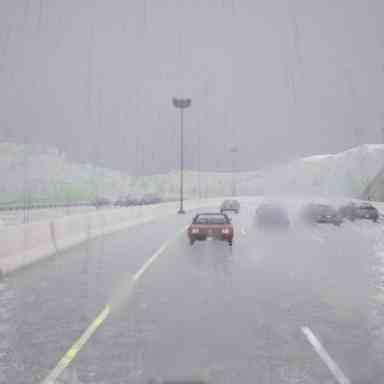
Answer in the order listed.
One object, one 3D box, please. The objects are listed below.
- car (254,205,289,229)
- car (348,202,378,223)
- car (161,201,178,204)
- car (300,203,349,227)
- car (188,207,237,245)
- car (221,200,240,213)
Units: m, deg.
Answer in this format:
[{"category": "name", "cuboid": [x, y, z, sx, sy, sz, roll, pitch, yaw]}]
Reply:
[{"category": "car", "cuboid": [5.192, 1.565, 21.953, 2.033, 1.411, 5.357, 0, 0, 8]}, {"category": "car", "cuboid": [12.961, 1.527, 26.216, 2.128, 1.511, 4.902, 0, 0, 9]}, {"category": "car", "cuboid": [-3.401, 1.569, 49.678, 1.994, 1.385, 4.181, 0, 0, 16]}, {"category": "car", "cuboid": [8.909, 1.573, 23.241, 2.033, 1.411, 5.357, 0, 0, 8]}, {"category": "car", "cuboid": [0.946, 1.607, 15.614, 1.895, 1.301, 4.718, 0, 0, 5]}, {"category": "car", "cuboid": [4.253, 1.566, 36.570, 2.033, 1.411, 5.357, 0, 0, 13]}]
